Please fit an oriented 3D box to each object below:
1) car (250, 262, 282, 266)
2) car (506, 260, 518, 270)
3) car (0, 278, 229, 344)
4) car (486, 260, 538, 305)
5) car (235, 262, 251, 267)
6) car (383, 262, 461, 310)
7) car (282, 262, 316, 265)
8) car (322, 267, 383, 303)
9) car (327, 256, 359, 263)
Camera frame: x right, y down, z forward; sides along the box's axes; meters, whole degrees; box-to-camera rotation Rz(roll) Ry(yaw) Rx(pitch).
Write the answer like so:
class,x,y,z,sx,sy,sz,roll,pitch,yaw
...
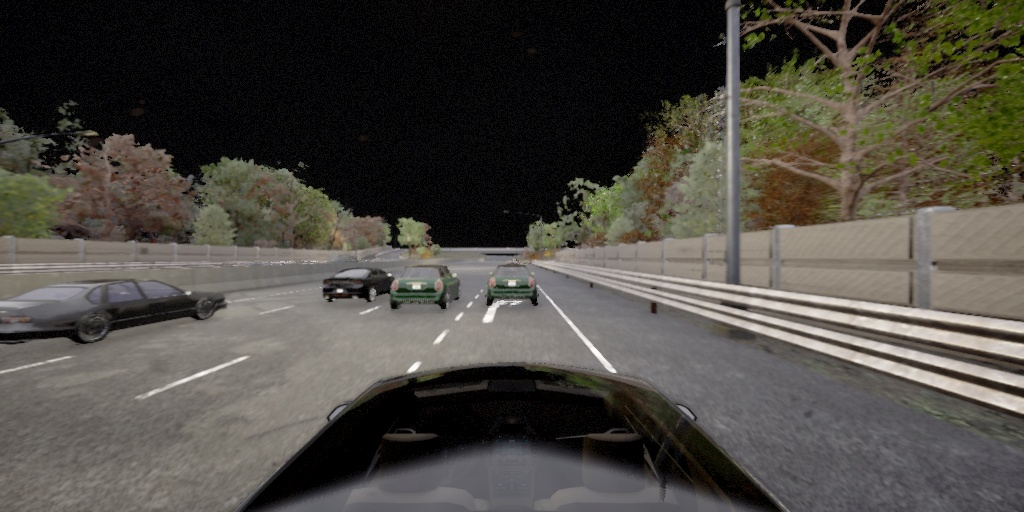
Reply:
class,x,y,z,sx,sy,sz,roll,pitch,yaw
car,-28.050,1.402,42.450,1.895,1.301,4.718,0,0,1
car,0.006,1.367,57.058,1.882,1.535,5.008,0,0,0
car,-10.400,1.296,9.494,2.033,1.411,5.357,0,0,0
car,0.003,1.123,16.336,2.097,1.767,4.553,0,0,0
car,-31.537,1.403,44.027,1.895,1.301,4.718,0,0,1
car,-3.400,1.117,14.896,2.097,1.767,4.553,0,0,0
car,-24.551,1.406,42.498,1.895,1.301,4.718,0,0,1
car,-6.896,1.241,16.835,1.882,1.535,5.008,0,0,0
car,-21.051,1.036,44.656,2.150,2.045,5.566,0,0,1
